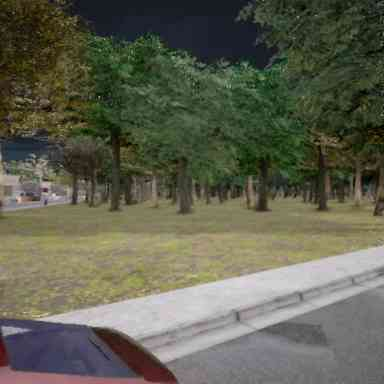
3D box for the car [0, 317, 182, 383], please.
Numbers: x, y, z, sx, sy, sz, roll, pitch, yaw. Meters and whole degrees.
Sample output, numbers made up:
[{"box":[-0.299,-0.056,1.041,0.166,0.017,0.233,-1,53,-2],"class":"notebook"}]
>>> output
[{"box":[-1.986,1.566,1.719,4.181,1.385,1.994,0,0,-36],"class":"car"}]
